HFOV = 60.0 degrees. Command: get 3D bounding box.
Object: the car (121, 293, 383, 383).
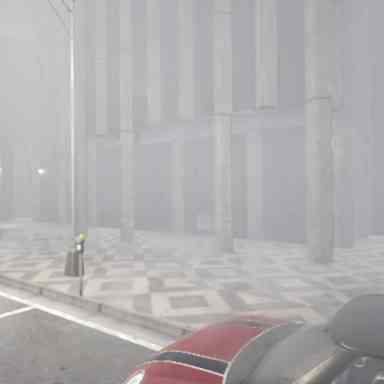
[{"bbox_3d":[1.281,1.440,2.054,4.097,1.590,1.967,-1,-1,35],"label":"car"}]
